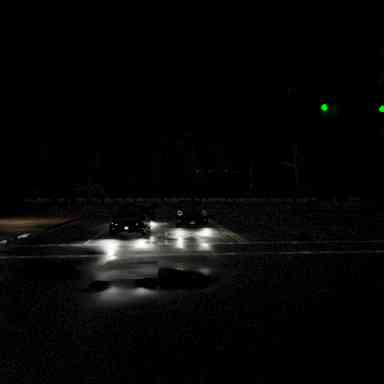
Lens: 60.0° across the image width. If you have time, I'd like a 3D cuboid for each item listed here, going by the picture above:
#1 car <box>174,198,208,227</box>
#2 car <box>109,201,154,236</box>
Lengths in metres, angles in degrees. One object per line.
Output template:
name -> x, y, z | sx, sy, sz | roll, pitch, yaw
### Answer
car -> -0.144, 1.352, 22.993 | 2.097, 1.767, 4.553 | 0, 0, -5
car -> -3.339, 1.505, 18.604 | 1.837, 1.490, 4.892 | 0, 0, -3
